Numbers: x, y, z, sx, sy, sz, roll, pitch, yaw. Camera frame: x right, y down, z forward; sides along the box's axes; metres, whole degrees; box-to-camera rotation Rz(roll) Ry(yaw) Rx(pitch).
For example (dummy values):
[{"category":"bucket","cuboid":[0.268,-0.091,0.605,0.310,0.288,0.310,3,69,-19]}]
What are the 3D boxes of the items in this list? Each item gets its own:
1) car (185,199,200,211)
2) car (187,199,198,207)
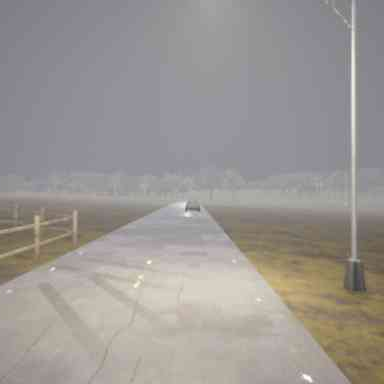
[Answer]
[{"category":"car","cuboid":[0.102,1.798,44.477,1.994,1.385,4.181,0,-1,0]},{"category":"car","cuboid":[0.102,1.975,62.430,2.033,1.411,5.357,0,-1,0]}]
